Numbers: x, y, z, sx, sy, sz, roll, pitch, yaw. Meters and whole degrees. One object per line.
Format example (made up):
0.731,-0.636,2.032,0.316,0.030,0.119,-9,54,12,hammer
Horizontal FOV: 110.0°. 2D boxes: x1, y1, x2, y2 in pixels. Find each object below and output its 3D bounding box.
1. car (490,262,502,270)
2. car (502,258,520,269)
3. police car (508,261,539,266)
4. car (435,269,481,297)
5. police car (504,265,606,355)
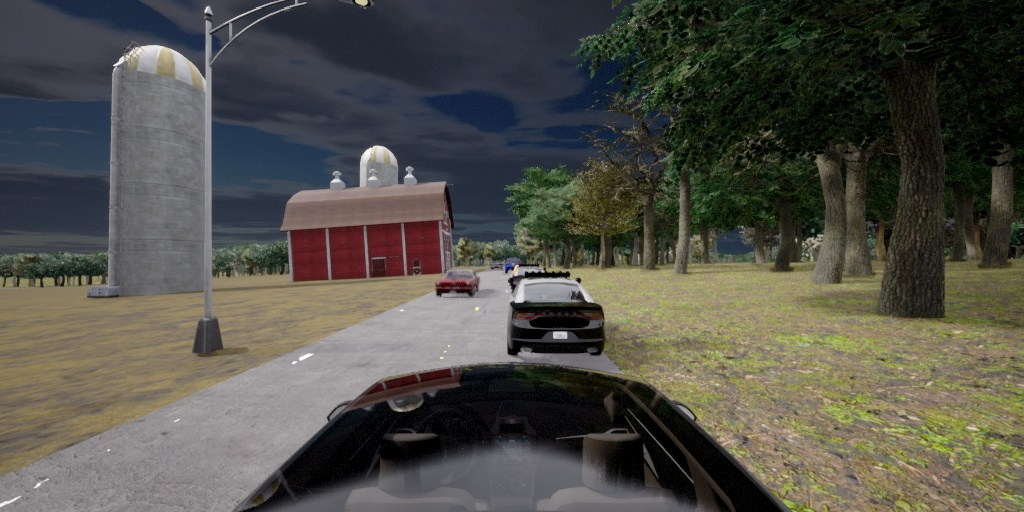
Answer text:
-2.614,1.757,61.485,1.994,1.385,4.181,0,-1,0,car
0.200,1.261,47.317,2.150,2.045,5.566,0,0,0,car
0.885,1.230,18.840,1.930,1.638,5.238,0,0,0,police car
-2.791,1.407,19.194,1.895,1.301,4.718,0,0,0,car
0.850,1.187,8.837,1.930,1.638,5.238,0,0,0,police car
